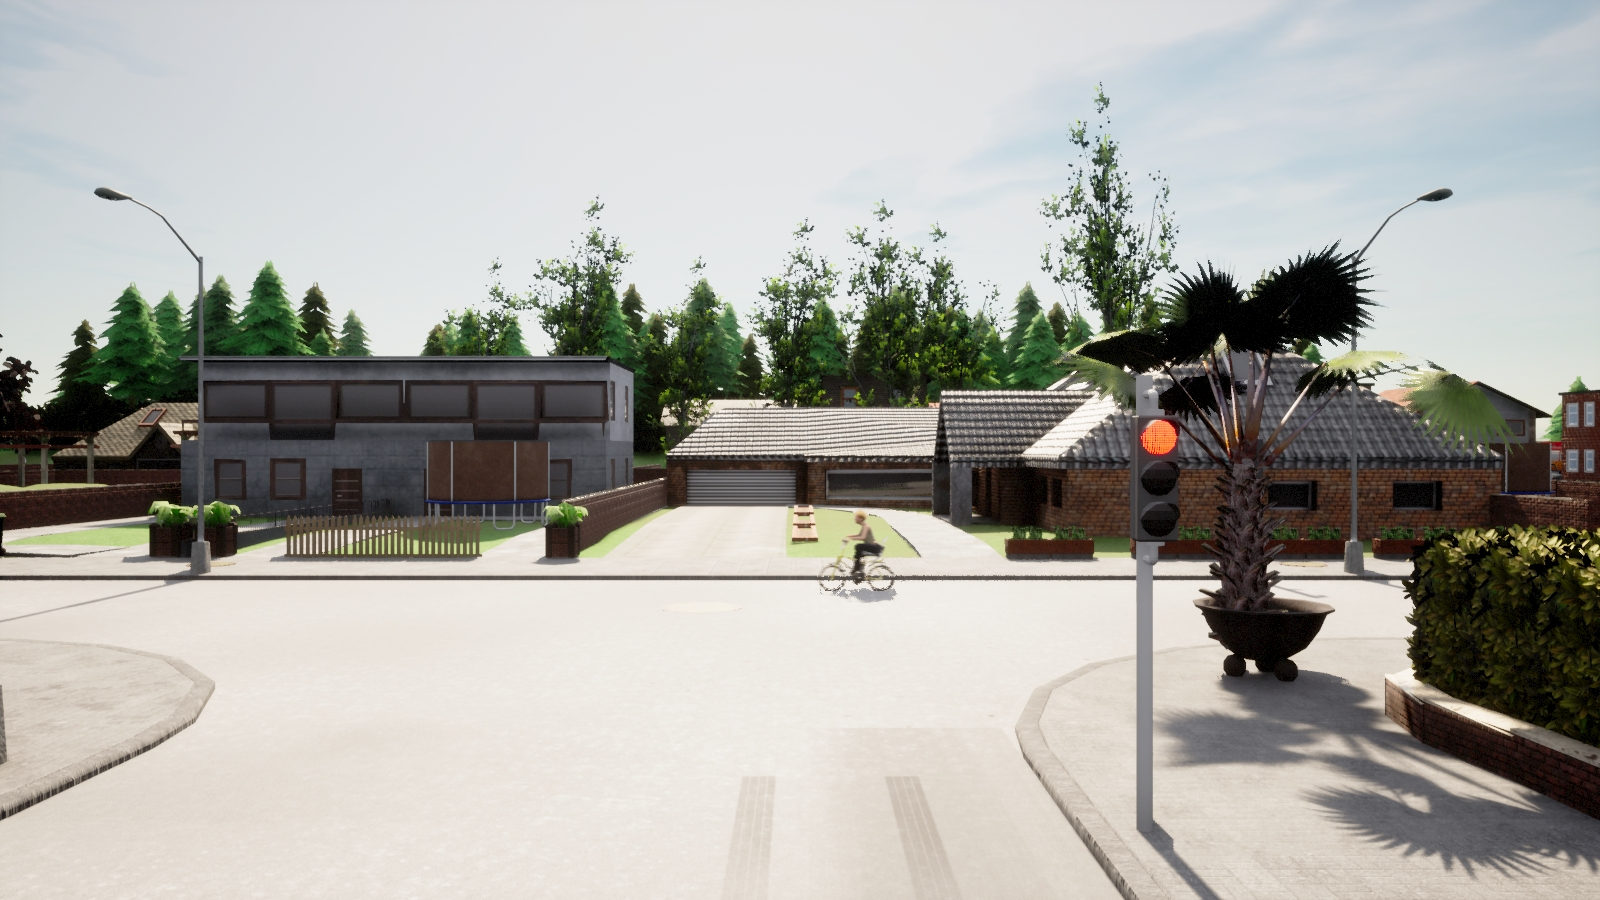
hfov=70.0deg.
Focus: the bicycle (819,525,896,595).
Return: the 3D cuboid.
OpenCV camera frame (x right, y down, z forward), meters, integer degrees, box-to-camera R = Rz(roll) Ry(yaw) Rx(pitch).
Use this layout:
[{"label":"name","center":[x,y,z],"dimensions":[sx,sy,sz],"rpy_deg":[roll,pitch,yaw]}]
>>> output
[{"label":"bicycle","center":[1.113,2.149,22.444],"dimensions":[1.487,1.276,0.859],"rpy_deg":[0,0,0]}]
